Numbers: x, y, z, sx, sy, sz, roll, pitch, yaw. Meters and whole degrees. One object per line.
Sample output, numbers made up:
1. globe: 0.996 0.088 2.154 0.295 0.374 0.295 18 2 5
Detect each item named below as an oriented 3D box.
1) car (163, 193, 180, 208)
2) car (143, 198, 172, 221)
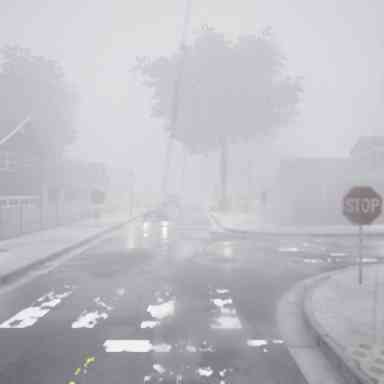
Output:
1. car: -2.884 1.200 47.229 2.150 2.045 5.566 0 0 0
2. car: -2.874 1.516 27.368 1.812 1.442 4.674 0 0 0
